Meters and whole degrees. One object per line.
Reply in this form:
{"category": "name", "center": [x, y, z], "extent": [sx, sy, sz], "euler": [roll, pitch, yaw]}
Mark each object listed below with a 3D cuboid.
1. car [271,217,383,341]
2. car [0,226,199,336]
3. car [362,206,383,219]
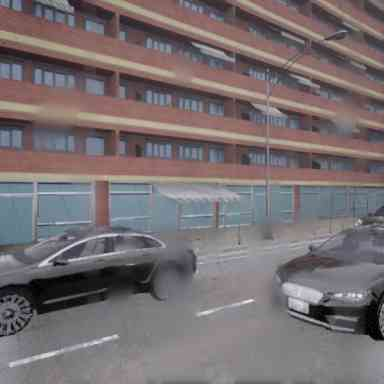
{"category": "car", "center": [3.640, 1.492, 6.571], "extent": [4.902, 1.511, 2.128], "euler": [0, 0, -35]}
{"category": "car", "center": [-2.148, 1.492, 6.744], "extent": [4.902, 1.511, 2.128], "euler": [0, 0, -35]}
{"category": "car", "center": [9.186, 1.351, 14.819], "extent": [4.553, 1.767, 2.097], "euler": [0, 0, -35]}
